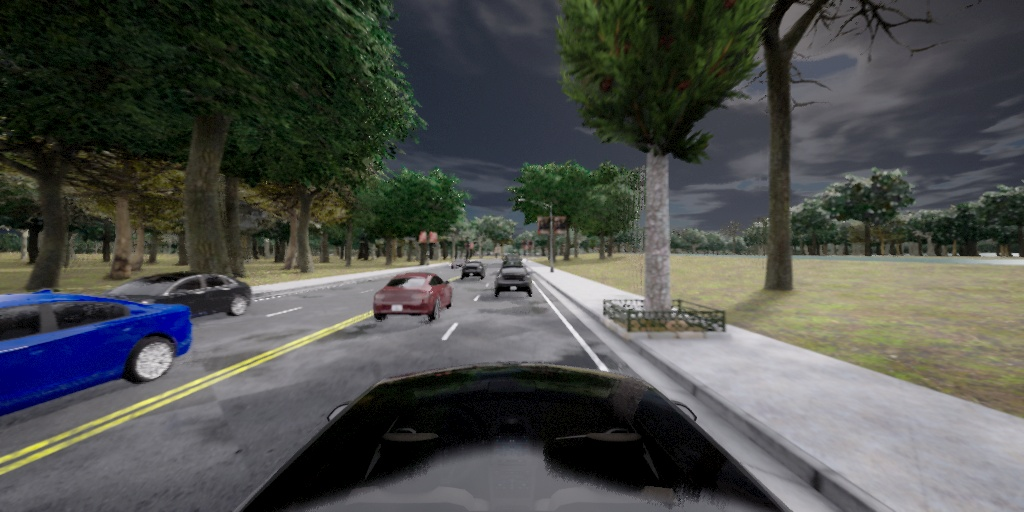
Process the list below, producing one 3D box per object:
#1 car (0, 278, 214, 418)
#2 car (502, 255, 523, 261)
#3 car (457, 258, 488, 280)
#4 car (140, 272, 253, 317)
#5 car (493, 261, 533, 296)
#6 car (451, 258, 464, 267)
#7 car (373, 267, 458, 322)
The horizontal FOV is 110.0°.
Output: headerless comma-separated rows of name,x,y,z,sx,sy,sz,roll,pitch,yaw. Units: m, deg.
car,-6.601,1.236,4.250,1.882,1.535,5.008,0,0,0
car,0.029,0.875,40.195,2.150,2.045,5.566,0,0,0
car,-3.201,1.195,30.647,1.837,1.490,4.892,0,0,0
car,-9.862,1.261,10.389,1.837,1.490,4.892,0,0,0
car,0.070,1.229,18.993,1.837,1.490,4.892,0,0,0
car,-6.580,1.001,45.928,1.994,1.385,4.181,0,0,0
car,-3.180,1.270,12.188,1.812,1.442,4.674,0,0,0
